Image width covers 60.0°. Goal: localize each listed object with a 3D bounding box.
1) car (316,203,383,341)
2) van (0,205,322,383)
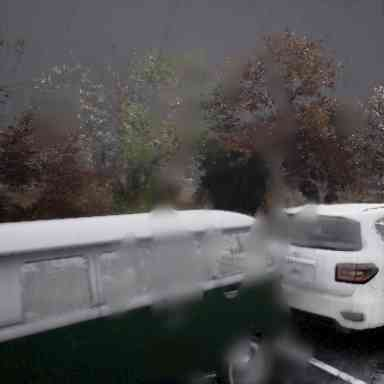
[{"bbox_3d":[3.779,1.227,6.567,5.566,2.045,2.435,-1,0,-35],"label":"car"},{"bbox_3d":[-0.808,1.248,3.528,4.442,1.987,1.878,-1,0,-36],"label":"van"}]
